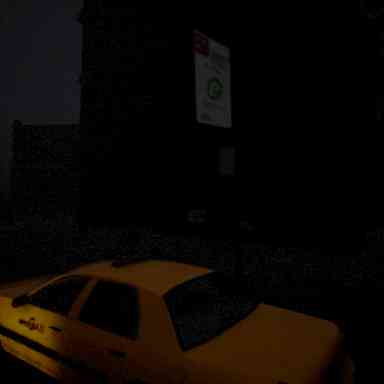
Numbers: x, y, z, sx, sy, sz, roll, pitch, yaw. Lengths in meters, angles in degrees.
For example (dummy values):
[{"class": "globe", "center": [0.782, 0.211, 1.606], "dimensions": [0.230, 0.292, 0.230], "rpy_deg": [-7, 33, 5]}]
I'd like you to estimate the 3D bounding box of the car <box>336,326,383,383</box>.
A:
[{"class": "car", "center": [3.539, 1.456, 1.012], "dimensions": [5.366, 1.575, 1.946], "rpy_deg": [-1, 0, 35]}]
